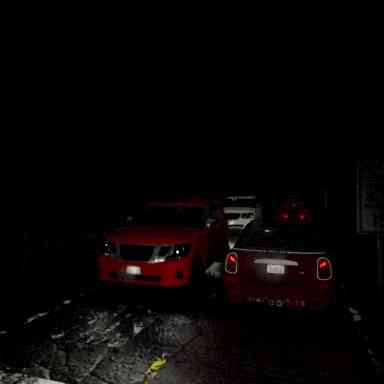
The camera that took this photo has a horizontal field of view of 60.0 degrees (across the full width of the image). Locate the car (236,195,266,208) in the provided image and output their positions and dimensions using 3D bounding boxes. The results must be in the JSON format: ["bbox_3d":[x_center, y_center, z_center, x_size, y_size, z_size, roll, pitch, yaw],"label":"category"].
[{"bbox_3d":[2.908,1.235,19.811,2.150,2.045,5.566,0,0,18],"label":"car"}]

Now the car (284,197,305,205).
[{"bbox_3d":[11.239,1.377,36.567,2.097,1.767,4.553,0,0,18],"label":"car"}]

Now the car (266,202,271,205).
[{"bbox_3d":[6.617,1.622,31.501,1.895,1.301,4.718,0,0,18],"label":"car"}]

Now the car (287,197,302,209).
[{"bbox_3d":[14.241,1.508,46.212,1.882,1.535,5.008,0,0,18],"label":"car"}]

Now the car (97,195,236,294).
[{"bbox_3d":[-0.371,1.228,9.327,2.150,2.045,5.566,0,0,17],"label":"car"}]

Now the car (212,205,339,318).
[{"bbox_3d":[2.090,1.357,7.788,2.097,1.767,4.553,0,0,18],"label":"car"}]
